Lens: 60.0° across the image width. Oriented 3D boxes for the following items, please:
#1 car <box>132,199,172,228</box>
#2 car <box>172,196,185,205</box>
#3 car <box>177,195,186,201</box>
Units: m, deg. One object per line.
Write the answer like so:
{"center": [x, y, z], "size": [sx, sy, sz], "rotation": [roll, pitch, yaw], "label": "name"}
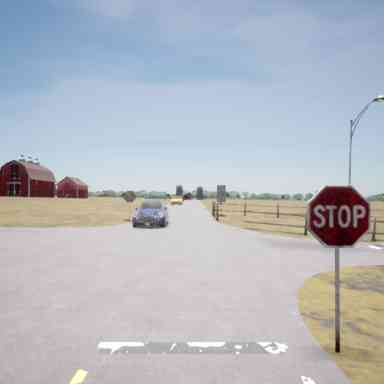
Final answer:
{"center": [-2.705, 1.365, 22.547], "size": [2.097, 1.767, 4.553], "rotation": [0, 0, 0], "label": "car"}
{"center": [-2.642, 1.508, 58.021], "size": [1.882, 1.535, 5.008], "rotation": [0, 0, 0], "label": "car"}
{"center": [-2.600, 1.467, 79.965], "size": [1.994, 1.385, 4.181], "rotation": [0, 0, 0], "label": "car"}
